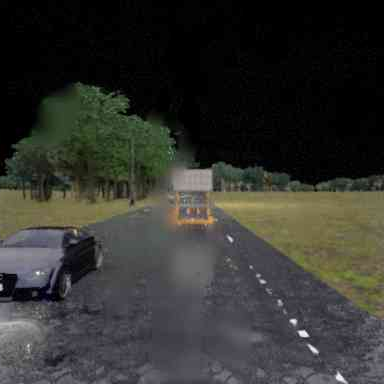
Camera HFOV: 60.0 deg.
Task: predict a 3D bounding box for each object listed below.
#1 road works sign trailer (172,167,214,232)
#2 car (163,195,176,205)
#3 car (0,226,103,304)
[{"bbox_3d":[0.042,0.377,19.305,2.380,3.560,2.880,0,0,0],"label":"road works sign trailer"},{"bbox_3d":[-3.286,1.225,50.824,2.033,1.411,5.357,0,1,1],"label":"car"},{"bbox_3d":[-3.587,1.541,8.064,1.994,1.385,4.181,0,0,0],"label":"car"}]
